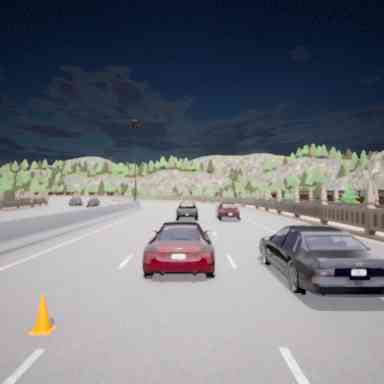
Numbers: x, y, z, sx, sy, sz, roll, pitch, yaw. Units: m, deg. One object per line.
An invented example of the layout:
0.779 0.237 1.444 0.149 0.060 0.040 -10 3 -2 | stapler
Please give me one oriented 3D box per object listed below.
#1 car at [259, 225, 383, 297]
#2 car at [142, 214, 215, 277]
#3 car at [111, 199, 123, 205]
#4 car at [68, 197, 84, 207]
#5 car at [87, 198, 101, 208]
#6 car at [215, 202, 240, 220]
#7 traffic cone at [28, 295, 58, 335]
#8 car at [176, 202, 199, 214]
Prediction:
3.159 1.583 8.821 2.033 1.411 5.357 0 0 0 | car
-0.345 1.611 10.423 1.994 1.385 4.181 0 0 0 | car
-12.694 1.855 56.172 1.895 1.301 4.718 0 0 -10 | car
-20.284 1.626 58.200 2.097 1.767 4.553 0 0 -12 | car
-15.992 1.757 54.399 1.837 1.490 4.892 0 0 -9 | car
3.103 1.646 29.251 1.812 1.442 4.674 0 0 0 | car
-2.442 1.985 5.463 0.340 0.580 0.340 0 0 0 | traffic cone
-0.396 1.616 29.044 2.128 1.511 4.902 0 0 0 | car
